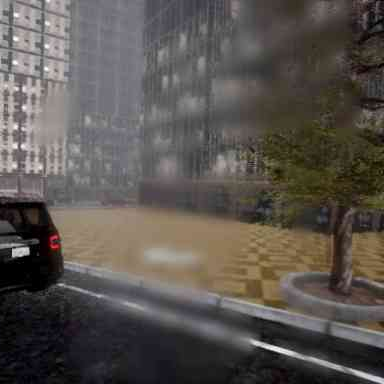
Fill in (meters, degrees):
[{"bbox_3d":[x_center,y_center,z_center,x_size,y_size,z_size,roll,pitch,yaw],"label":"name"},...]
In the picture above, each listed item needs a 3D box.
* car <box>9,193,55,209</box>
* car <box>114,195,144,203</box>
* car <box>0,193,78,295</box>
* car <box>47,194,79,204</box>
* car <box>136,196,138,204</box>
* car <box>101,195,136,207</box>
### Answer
[{"bbox_3d":[-20.452,1.118,42.504,5.009,1.841,2.192,1,2,-34],"label":"car"},{"bbox_3d":[-10.988,1.239,58.505,4.829,1.417,1.752,1,2,-34],"label":"car"},{"bbox_3d":[-5.146,1.108,7.347,5.566,2.045,2.150,1,0,36],"label":"car"},{"bbox_3d":[-20.213,1.125,52.212,4.403,1.369,2.008,1,2,-34],"label":"car"},{"bbox_3d":[-6.405,1.330,52.088,5.009,1.841,2.192,1,2,-34],"label":"car"},{"bbox_3d":[-11.095,1.488,48.899,4.507,1.381,1.887,1,2,-34],"label":"car"}]
